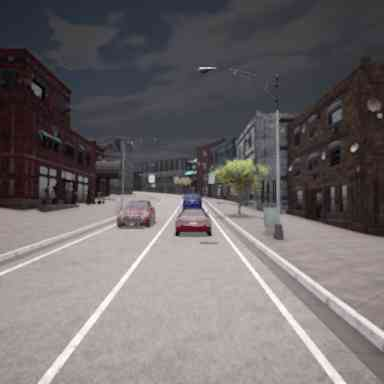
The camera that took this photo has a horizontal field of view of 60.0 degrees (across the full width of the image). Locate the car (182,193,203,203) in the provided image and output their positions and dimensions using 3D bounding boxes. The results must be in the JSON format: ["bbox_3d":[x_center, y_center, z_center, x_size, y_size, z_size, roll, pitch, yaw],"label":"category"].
[{"bbox_3d":[0.049,1.102,37.769,2.150,2.045,5.566,0,1,0],"label":"car"}]

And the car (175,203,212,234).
[{"bbox_3d":[0.079,1.570,19.105,1.994,1.385,4.181,0,0,0],"label":"car"}]

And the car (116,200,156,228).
[{"bbox_3d":[-3.625,1.349,22.297,2.097,1.767,4.553,0,0,0],"label":"car"}]
